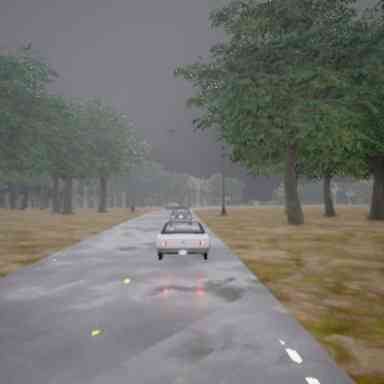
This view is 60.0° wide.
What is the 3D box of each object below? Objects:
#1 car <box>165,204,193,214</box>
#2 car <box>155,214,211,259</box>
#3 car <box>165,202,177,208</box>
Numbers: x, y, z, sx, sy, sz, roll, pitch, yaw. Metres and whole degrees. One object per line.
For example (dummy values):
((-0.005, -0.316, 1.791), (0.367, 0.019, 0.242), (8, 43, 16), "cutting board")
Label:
((-0.903, 1.973, 27.693), (2.033, 1.411, 5.357), (0, -1, -2), "car")
((-0.362, 1.778, 13.401), (1.895, 1.301, 4.718), (0, -1, -2), "car")
((-3.962, 2.895, 67.119), (1.837, 1.490, 4.892), (-1, -1, 13), "car")
